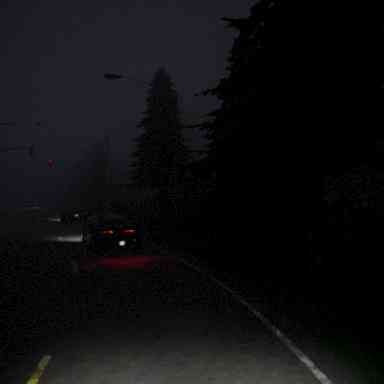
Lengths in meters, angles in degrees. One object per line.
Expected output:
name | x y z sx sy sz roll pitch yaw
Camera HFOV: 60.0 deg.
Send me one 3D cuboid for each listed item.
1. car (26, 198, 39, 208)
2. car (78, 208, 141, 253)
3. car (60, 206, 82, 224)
car | -30.166 2.023 63.018 2.097 1.767 4.553 0 -1 -25
car | -3.614 1.654 14.543 1.837 1.490 4.892 0 0 -25
car | -9.980 1.854 28.148 1.994 1.385 4.181 0 -1 -25
